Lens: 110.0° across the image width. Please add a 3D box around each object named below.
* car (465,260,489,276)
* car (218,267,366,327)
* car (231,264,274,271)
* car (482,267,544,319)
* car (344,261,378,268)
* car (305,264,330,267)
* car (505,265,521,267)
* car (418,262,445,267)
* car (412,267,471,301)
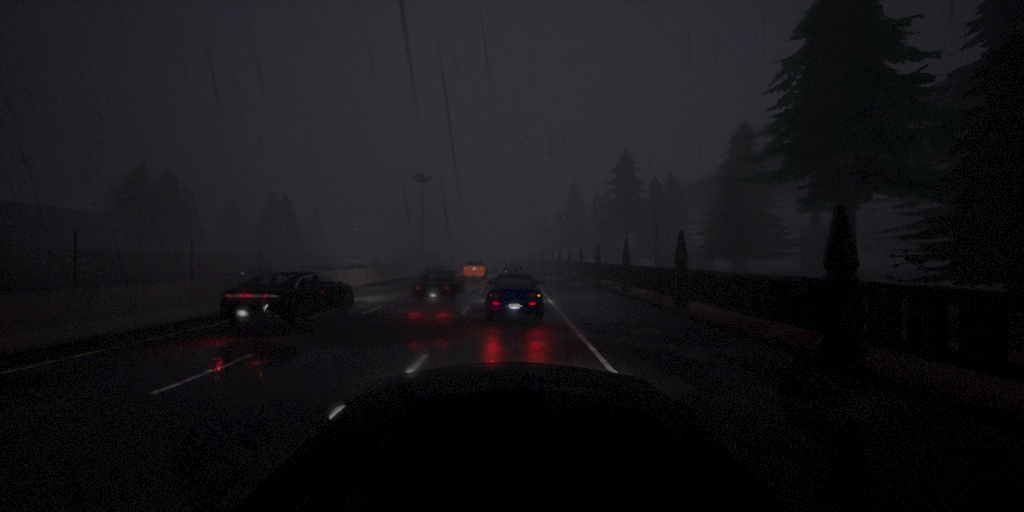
[{"bbox_3d":[-3.401,1.192,34.294,2.097,1.767,4.553,0,0,0],"label":"car"},{"bbox_3d":[-6.916,1.269,11.646,2.128,1.511,4.902,0,0,0],"label":"car"},{"bbox_3d":[-21.107,1.352,29.210,1.812,1.442,4.674,0,0,0],"label":"car"},{"bbox_3d":[0.086,1.306,12.765,1.812,1.442,4.674,0,0,0],"label":"car"},{"bbox_3d":[-14.122,1.398,32.326,1.994,1.385,4.181,0,0,0],"label":"car"},{"bbox_3d":[-17.599,1.381,31.882,2.033,1.411,5.357,0,0,0],"label":"car"},{"bbox_3d":[0.100,1.436,33.043,1.895,1.301,4.718,0,0,0],"label":"car"},{"bbox_3d":[-6.900,1.437,33.040,1.895,1.301,4.718,0,0,0],"label":"car"},{"bbox_3d":[-3.402,1.395,17.692,1.895,1.301,4.718,0,0,0],"label":"car"}]
